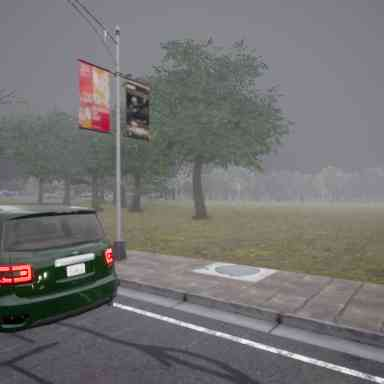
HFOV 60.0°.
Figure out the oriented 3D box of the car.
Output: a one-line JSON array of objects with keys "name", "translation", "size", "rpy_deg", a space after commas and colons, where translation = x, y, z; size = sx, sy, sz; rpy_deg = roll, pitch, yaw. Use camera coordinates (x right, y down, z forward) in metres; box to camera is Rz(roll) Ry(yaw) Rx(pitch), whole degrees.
[{"name": "car", "translation": [-3.856, 1.233, 6.390], "size": [5.566, 2.045, 2.150], "rpy_deg": [0, 0, 36]}]
